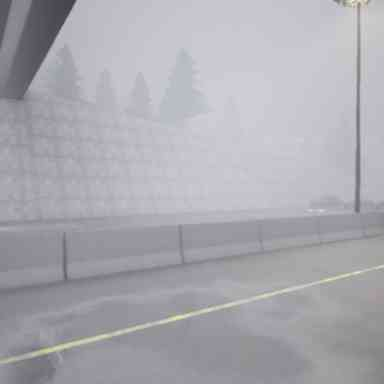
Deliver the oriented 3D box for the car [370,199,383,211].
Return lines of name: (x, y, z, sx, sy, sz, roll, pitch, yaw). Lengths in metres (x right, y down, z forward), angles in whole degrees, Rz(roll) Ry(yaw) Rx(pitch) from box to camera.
car: (21.215, 1.373, 35.260, 4.181, 1.385, 1.994, 0, 0, -34)

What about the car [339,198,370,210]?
car: (19.426, 1.382, 38.273, 4.718, 1.301, 1.895, 0, 0, -34)

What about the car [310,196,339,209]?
car: (16.381, 1.265, 40.447, 4.892, 1.490, 1.837, 0, 0, -34)
